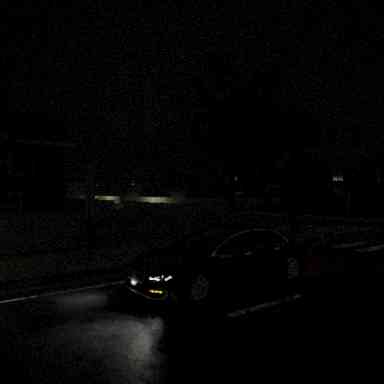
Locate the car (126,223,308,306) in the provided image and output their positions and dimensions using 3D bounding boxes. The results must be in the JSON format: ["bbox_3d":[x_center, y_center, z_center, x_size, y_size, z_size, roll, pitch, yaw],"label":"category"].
[{"bbox_3d":[0.800,1.574,8.120,4.892,1.490,1.837,0,0,-35],"label":"car"}]

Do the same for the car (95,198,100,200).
[{"bbox_3d":[-16.081,1.653,54.216,1.994,1.385,4.181,0,0,-35],"label":"car"}]
